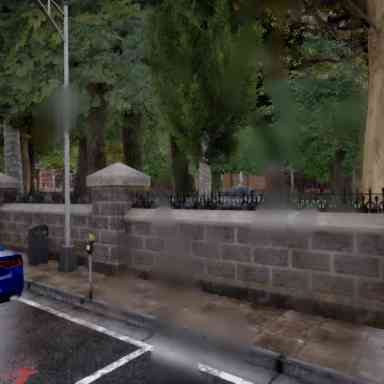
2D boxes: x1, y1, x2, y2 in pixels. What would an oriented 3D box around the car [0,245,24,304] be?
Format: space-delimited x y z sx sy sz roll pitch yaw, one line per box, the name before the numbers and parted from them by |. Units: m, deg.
car | -5.489 1.481 6.963 5.008 1.535 1.882 0 0 36
